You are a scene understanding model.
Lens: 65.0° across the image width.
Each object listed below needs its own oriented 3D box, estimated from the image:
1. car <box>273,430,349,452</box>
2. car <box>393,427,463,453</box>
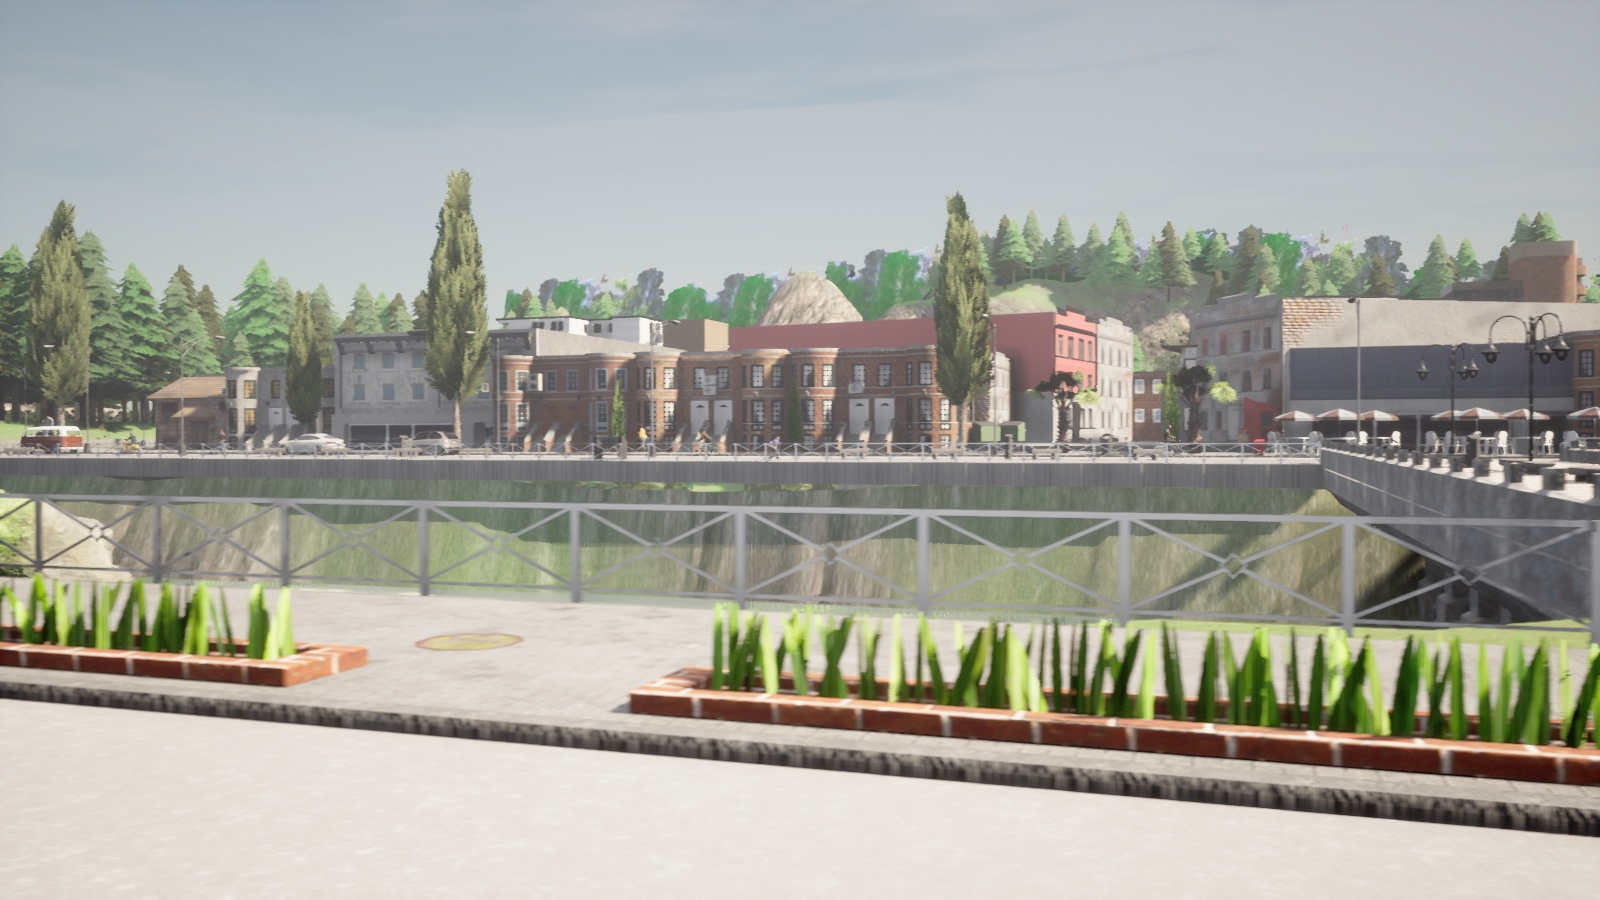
[{"bbox_3d":[-32.688,-0.616,83.989,4.674,1.442,1.812,1,1,19],"label":"car"},{"bbox_3d":[-24.011,-0.664,81.070,3.988,1.617,1.851,1,1,19],"label":"car"}]
